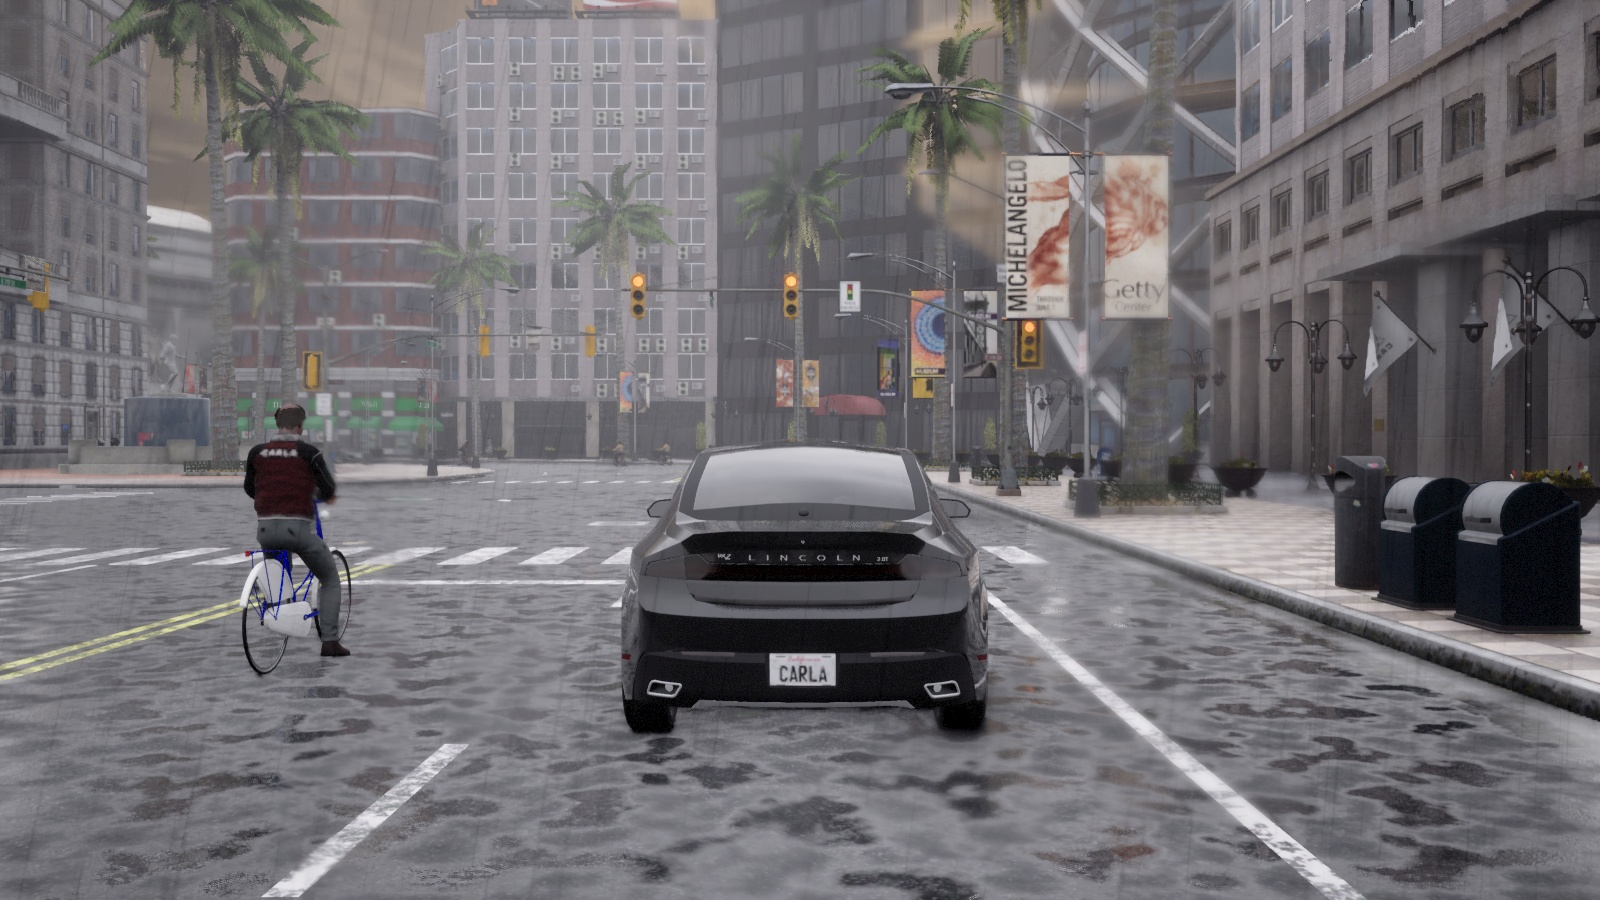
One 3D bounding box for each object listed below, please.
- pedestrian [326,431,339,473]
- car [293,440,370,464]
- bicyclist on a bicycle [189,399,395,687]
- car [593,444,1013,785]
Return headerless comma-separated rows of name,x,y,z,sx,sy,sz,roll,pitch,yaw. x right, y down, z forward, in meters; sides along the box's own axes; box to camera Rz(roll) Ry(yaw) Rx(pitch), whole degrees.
pedestrian,-20.492,0.076,55.050,0.354,1.836,0.706,0,0,-1
car,-33.449,0.144,89.666,4.856,1.649,2.033,0,0,16
bicyclist on a bicycle,-3.432,0.565,8.669,0.659,1.776,1.843,0,1,0
car,0.047,0.707,7.945,1.837,1.490,4.892,0,0,1
